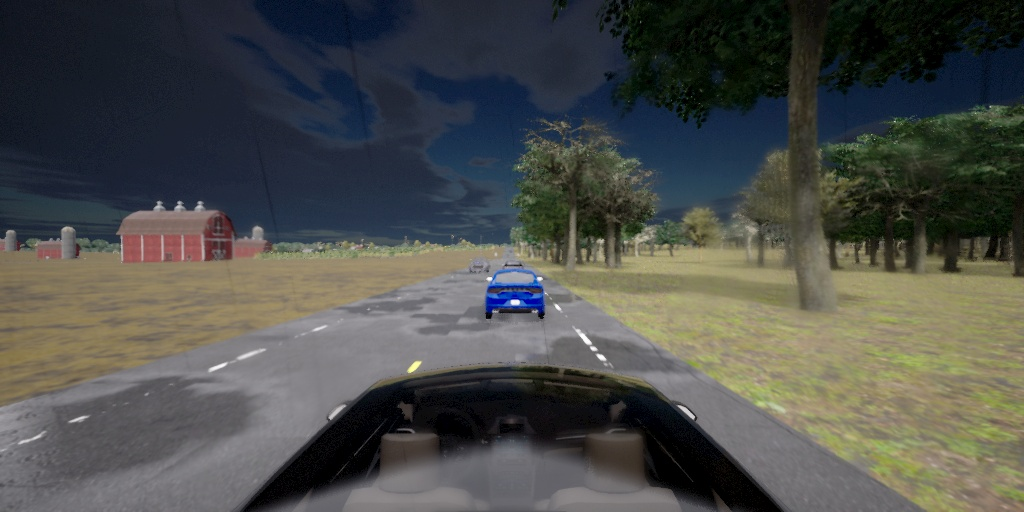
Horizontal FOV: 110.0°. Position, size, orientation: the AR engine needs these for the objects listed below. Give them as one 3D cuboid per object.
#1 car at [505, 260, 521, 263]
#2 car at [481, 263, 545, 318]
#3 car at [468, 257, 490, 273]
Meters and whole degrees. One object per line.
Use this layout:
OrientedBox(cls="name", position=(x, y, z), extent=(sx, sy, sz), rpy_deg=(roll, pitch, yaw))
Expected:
OrientedBox(cls="car", position=(0.099, 1.114, 31.747), extent=(2.128, 1.511, 4.902), rpy_deg=(0, 0, 0))
OrientedBox(cls="car", position=(0.097, 1.195, 12.946), extent=(1.882, 1.535, 5.008), rpy_deg=(0, 0, 0))
OrientedBox(cls="car", position=(-3.504, 0.844, 39.121), extent=(2.097, 1.767, 4.553), rpy_deg=(0, 0, 0))
